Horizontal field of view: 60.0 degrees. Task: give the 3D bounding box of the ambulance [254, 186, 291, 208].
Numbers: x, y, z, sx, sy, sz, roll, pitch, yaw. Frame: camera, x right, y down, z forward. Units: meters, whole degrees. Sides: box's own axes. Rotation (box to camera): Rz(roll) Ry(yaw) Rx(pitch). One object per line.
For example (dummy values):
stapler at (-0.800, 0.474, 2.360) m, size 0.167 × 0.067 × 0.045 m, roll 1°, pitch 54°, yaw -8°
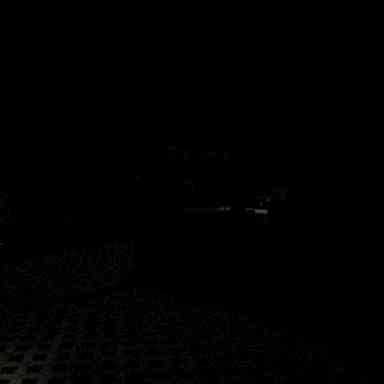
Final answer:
ambulance at (9.260, 0.566, 38.336) m, size 2.351 × 2.431 × 6.366 m, roll 3°, pitch 2°, yaw 35°
